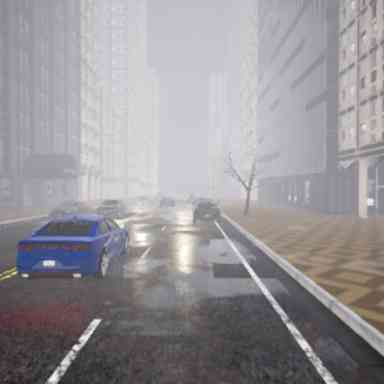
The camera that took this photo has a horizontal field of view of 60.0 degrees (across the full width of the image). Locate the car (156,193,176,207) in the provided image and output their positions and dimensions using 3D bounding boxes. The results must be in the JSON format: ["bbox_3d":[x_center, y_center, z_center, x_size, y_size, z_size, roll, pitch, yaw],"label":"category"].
[{"bbox_3d":[-3.166,1.212,44.223,2.128,1.511,4.902,0,0,0],"label":"car"}]

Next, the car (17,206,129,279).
[{"bbox_3d":[-3.154,1.404,9.810,1.882,1.535,5.008,0,0,0],"label":"car"}]

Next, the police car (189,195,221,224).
[{"bbox_3d":[0.966,1.264,23.401,1.930,1.638,5.238,0,0,0],"label":"police car"}]

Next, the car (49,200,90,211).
[{"bbox_3d":[-9.853,1.362,27.344,2.033,1.411,5.357,0,0,0],"label":"car"}]

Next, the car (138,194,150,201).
[{"bbox_3d":[-9.775,1.144,68.109,1.895,1.301,4.718,0,0,0],"label":"car"}]

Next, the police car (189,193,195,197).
[{"bbox_3d":[0.962,1.206,33.402,1.930,1.638,5.238,0,0,0],"label":"police car"}]

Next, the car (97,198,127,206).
[{"bbox_3d":[-6.601,1.319,27.573,1.837,1.490,4.892,0,0,0],"label":"car"}]

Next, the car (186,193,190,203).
[{"bbox_3d":[-0.022,1.171,58.834,1.812,1.442,4.674,0,0,0],"label":"car"}]

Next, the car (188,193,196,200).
[{"bbox_3d":[-0.027,0.976,74.666,1.882,1.535,5.008,0,0,0],"label":"car"}]

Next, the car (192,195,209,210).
[{"bbox_3d":[0.960,1.202,39.482,1.801,1.575,5.366,0,0,0],"label":"car"}]

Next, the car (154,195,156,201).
[{"bbox_3d":[-6.525,0.908,68.203,2.097,1.767,4.553,0,0,0],"label":"car"}]
